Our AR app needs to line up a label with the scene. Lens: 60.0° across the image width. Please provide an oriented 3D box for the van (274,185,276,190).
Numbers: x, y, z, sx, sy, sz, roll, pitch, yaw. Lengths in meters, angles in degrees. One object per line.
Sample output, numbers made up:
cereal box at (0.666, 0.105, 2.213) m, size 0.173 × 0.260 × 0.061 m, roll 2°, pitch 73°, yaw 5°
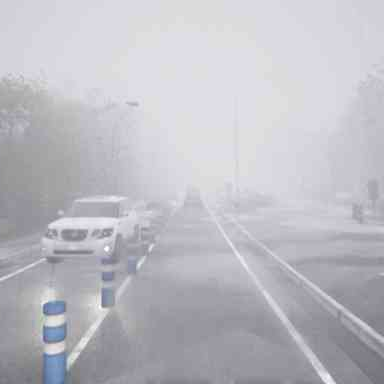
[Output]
van at (20.080, -0.374, 71.465) m, size 4.442 × 1.987 × 1.878 m, roll 0°, pitch 1°, yaw 1°

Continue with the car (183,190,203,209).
car at (0.107, 0.901, 33.678) m, size 2.128 × 1.511 × 4.902 m, roll 0°, pitch 2°, yaw 0°

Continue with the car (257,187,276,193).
car at (20.362, -0.584, 90.855) m, size 4.674 × 1.452 × 2.002 m, roll 0°, pitch 1°, yaw 0°

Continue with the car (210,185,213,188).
car at (7.137, -0.252, 77.212) m, size 4.792 × 1.488 × 2.163 m, roll 0°, pitch 1°, yaw 0°

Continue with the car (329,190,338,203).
car at (19.932, 0.797, 41.024) m, size 4.674 × 1.452 × 2.002 m, roll 0°, pitch 2°, yaw 1°

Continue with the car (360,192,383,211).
car at (19.860, 1.029, 32.840) m, size 5.008 × 1.535 × 2.097 m, roll 0°, pitch 2°, yaw 0°

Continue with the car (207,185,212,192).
car at (7.005, -0.352, 79.988) m, size 5.366 × 1.575 × 1.946 m, roll 0°, pitch 1°, yaw 0°

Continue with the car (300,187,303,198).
car at (20.002, 0.419, 52.096) m, size 4.792 × 1.488 × 2.163 m, roll 0°, pitch 2°, yaw 0°

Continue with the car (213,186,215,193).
car at (7.100, 0.021, 66.110) m, size 4.792 × 1.488 × 2.163 m, roll 0°, pitch 1°, yaw 1°

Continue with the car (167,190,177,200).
car at (-3.218, 0.436, 50.459) m, size 1.837 × 1.490 × 4.892 m, roll 0°, pitch 2°, yaw 0°

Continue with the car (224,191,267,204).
car at (7.065, 0.667, 43.921) m, size 5.366 × 1.575 × 1.946 m, roll 0°, pitch 2°, yaw 0°

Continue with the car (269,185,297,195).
car at (20.193, -0.467, 74.232) m, size 5.566 × 2.045 × 2.435 m, roll 0°, pitch 1°, yaw 0°

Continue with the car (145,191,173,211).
car at (-3.335, 0.988, 32.572) m, size 2.033 × 1.411 × 5.357 m, roll 0°, pitch 2°, yaw 0°

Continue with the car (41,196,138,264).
car at (-3.355, 1.186, 12.127) m, size 2.150 × 2.045 × 5.566 m, roll 0°, pitch 0°, yaw 0°

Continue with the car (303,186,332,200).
car at (20.035, 0.230, 49.319) m, size 5.566 × 2.045 × 2.435 m, roll 0°, pitch 2°, yaw 0°

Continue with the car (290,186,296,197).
car at (20.108, 0.239, 57.758) m, size 4.792 × 1.488 × 2.163 m, roll 0°, pitch 2°, yaw 1°

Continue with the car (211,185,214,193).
car at (7.089, -0.115, 71.662) m, size 4.792 × 1.488 × 2.163 m, roll 0°, pitch 1°, yaw 0°

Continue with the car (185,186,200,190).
car at (0.140, 0.092, 52.813) m, size 2.150 × 2.045 × 5.566 m, roll 0°, pitch 2°, yaw 0°

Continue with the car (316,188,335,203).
car at (19.773, 0.662, 43.793) m, size 5.366 × 1.575 × 1.946 m, roll 0°, pitch 2°, yaw 1°

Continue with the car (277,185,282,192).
car at (20.155, -0.012, 65.931) m, size 5.008 × 1.535 × 2.097 m, roll 0°, pitch 1°, yaw 1°

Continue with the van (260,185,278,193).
van at (20.458, -0.785, 88.204) m, size 4.442 × 1.987 × 1.878 m, roll 0°, pitch 1°, yaw 1°

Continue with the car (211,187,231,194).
car at (7.220, -0.416, 82.761) m, size 4.892 × 1.521 × 2.231 m, roll 0°, pitch 1°, yaw 0°

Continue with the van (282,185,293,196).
van at (20.017, -0.167, 63.141) m, size 4.442 × 1.987 × 1.878 m, roll 0°, pitch 2°, yaw 0°

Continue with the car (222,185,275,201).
car at (6.884, 0.511, 41.139) m, size 5.566 × 2.045 × 2.435 m, roll 0°, pitch 2°, yaw 0°

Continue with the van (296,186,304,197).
van at (20.172, 0.070, 54.979) m, size 4.442 × 1.987 × 1.878 m, roll 0°, pitch 2°, yaw 0°

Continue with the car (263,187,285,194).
car at (20.287, -0.420, 82.547) m, size 5.008 × 1.535 × 2.097 m, roll 0°, pitch 1°, yaw 1°

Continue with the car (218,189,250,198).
car at (7.185, 0.214, 57.791) m, size 5.366 × 1.575 × 1.946 m, roll 0°, pitch 2°, yaw 0°

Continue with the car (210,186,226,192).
car at (7.278, -0.816, 93.860) m, size 4.553 × 1.767 × 2.185 m, roll 0°, pitch 1°, yaw 0°

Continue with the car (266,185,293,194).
car at (20.217, -0.535, 77.001) m, size 5.566 × 2.045 × 2.435 m, roll 0°, pitch 1°, yaw 0°

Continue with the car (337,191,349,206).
car at (19.882, 0.879, 38.255) m, size 4.792 × 1.488 × 2.163 m, roll 0°, pitch 2°, yaw 1°

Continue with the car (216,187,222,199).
car at (6.742, 0.482, 49.473) m, size 5.366 × 1.575 × 1.946 m, roll 0°, pitch 2°, yaw 0°

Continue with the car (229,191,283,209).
car at (6.779, 0.977, 35.600) m, size 4.792 × 1.488 × 2.163 m, roll 0°, pitch 2°, yaw 0°

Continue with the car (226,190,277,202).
car at (6.837, 0.854, 38.373) m, size 5.008 × 1.535 × 2.097 m, roll 0°, pitch 2°, yaw 0°

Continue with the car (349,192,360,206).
car at (19.920, 0.812, 35.606) m, size 4.553 × 1.767 × 2.185 m, roll 0°, pitch 2°, yaw 0°

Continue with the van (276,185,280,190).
van at (20.290, -0.306, 68.693) m, size 4.442 × 1.987 × 1.878 m, roll 0°, pitch 1°, yaw 1°

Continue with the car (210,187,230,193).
car at (7.232, -0.485, 85.537) m, size 4.892 × 1.521 × 2.231 m, roll 0°, pitch 1°, yaw 0°

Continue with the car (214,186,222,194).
car at (6.791, 0.296, 55.143) m, size 5.366 × 1.575 × 1.946 m, roll 0°, pitch 2°, yaw 0°

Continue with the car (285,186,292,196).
car at (20.131, 0.162, 60.396) m, size 4.792 × 1.488 × 2.163 m, roll 0°, pitch 2°, yaw 1°
